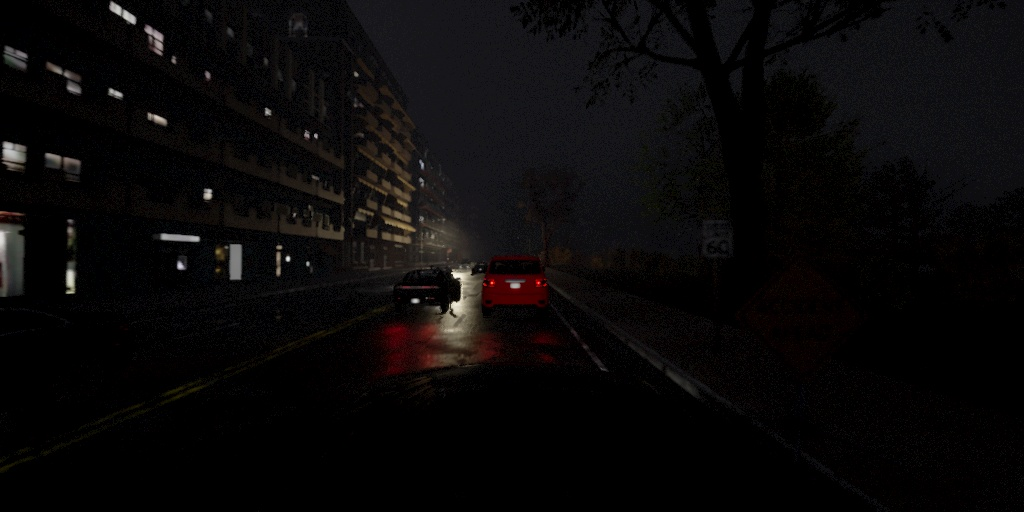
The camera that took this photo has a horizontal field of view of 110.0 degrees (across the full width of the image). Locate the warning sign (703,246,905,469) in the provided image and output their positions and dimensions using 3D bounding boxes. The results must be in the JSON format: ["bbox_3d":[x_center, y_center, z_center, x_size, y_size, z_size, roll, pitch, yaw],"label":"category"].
[{"bbox_3d":[2.850,0.867,3.543,1.300,1.860,1.060,0,0,0],"label":"warning sign"}]

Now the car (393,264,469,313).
[{"bbox_3d":[-3.153,1.250,14.116,2.128,1.511,4.902,0,0,0],"label":"car"}]

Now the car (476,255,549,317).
[{"bbox_3d":[0.096,0.979,13.355,2.150,2.045,5.566,0,0,0],"label":"car"}]

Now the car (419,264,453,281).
[{"bbox_3d":[-6.568,1.373,31.454,1.895,1.301,4.718,0,0,0],"label":"car"}]

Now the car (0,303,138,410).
[{"bbox_3d":[-6.602,1.242,3.322,2.128,1.511,4.902,0,0,0],"label":"car"}]

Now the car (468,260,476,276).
[{"bbox_3d":[-3.208,1.343,38.591,1.994,1.385,4.181,0,0,0],"label":"car"}]
